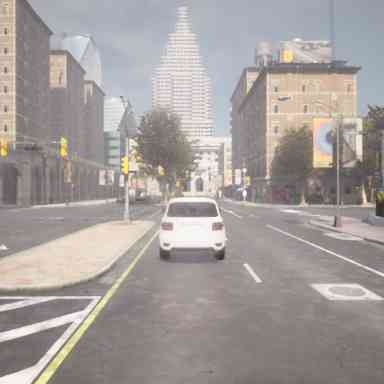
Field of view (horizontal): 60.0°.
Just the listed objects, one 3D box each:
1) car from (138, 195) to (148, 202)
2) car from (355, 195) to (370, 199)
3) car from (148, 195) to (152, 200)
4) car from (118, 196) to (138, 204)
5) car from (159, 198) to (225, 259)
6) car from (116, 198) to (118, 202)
[{"bbox_3d":[-12.188,1.594,78.026,1.895,1.301,4.718,0,0,-1],"label":"car"},{"bbox_3d":[37.283,1.479,75.392,2.231,1.521,4.892,0,0,-1],"label":"car"},{"bbox_3d":[-12.322,1.493,93.147,1.837,1.490,4.892,0,0,-1],"label":"car"},{"bbox_3d":[-12.102,1.503,63.047,1.837,1.490,4.892,0,0,0],"label":"car"},{"bbox_3d":[-0.007,1.221,12.778,2.150,2.045,5.566,0,0,-1],"label":"car"},{"bbox_3d":[-15.397,1.593,73.529,1.895,1.301,4.718,0,0,-1],"label":"car"}]
